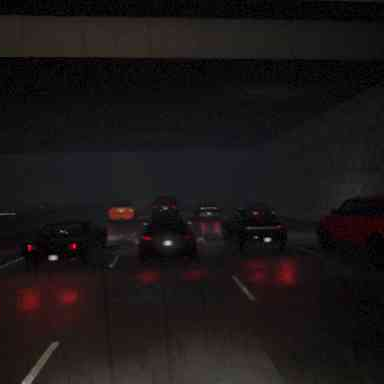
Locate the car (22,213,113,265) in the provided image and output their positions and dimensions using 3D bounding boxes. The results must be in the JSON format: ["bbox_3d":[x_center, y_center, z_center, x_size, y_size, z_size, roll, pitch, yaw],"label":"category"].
[{"bbox_3d":[-4.406,1.720,12.361,1.895,1.301,4.718,-1,0,-4],"label":"car"}]

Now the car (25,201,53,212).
[{"bbox_3d":[-21.593,2.026,47.883,1.882,1.535,5.008,-1,0,-5],"label":"car"}]

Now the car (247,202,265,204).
[{"bbox_3d":[4.961,1.521,25.910,2.033,1.411,5.357,-1,0,-4],"label":"car"}]

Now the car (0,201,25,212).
[{"bbox_3d":[-25.094,2.217,47.804,1.895,1.301,4.718,-1,0,-4],"label":"car"}]

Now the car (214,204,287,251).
[{"bbox_3d":[2.473,1.481,14.125,2.128,1.511,4.902,-1,0,-5],"label":"car"}]

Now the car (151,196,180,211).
[{"bbox_3d":[-2.210,1.342,27.814,2.150,2.045,5.566,-1,0,-4],"label":"car"}]

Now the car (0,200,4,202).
[{"bbox_3d":[-28.704,2.042,49.109,2.097,1.767,4.553,-1,0,-4],"label":"car"}]

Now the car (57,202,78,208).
[{"bbox_3d":[-18.123,2.083,48.398,1.895,1.301,4.718,-1,0,-4],"label":"car"}]

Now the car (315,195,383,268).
[{"bbox_3d":[6.209,1.124,11.128,2.150,2.045,5.566,-1,-1,-4],"label":"car"}]

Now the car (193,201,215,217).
[{"bbox_3d":[1.183,1.548,29.352,2.128,1.511,4.902,-1,0,-5],"label":"car"}]

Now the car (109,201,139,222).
[{"bbox_3d":[-5.769,1.539,28.436,2.097,1.767,4.553,-1,0,-4],"label":"car"}]

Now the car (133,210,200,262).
[{"bbox_3d":[-0.912,1.614,12.548,1.994,1.385,4.181,-1,0,-4],"label":"car"}]
